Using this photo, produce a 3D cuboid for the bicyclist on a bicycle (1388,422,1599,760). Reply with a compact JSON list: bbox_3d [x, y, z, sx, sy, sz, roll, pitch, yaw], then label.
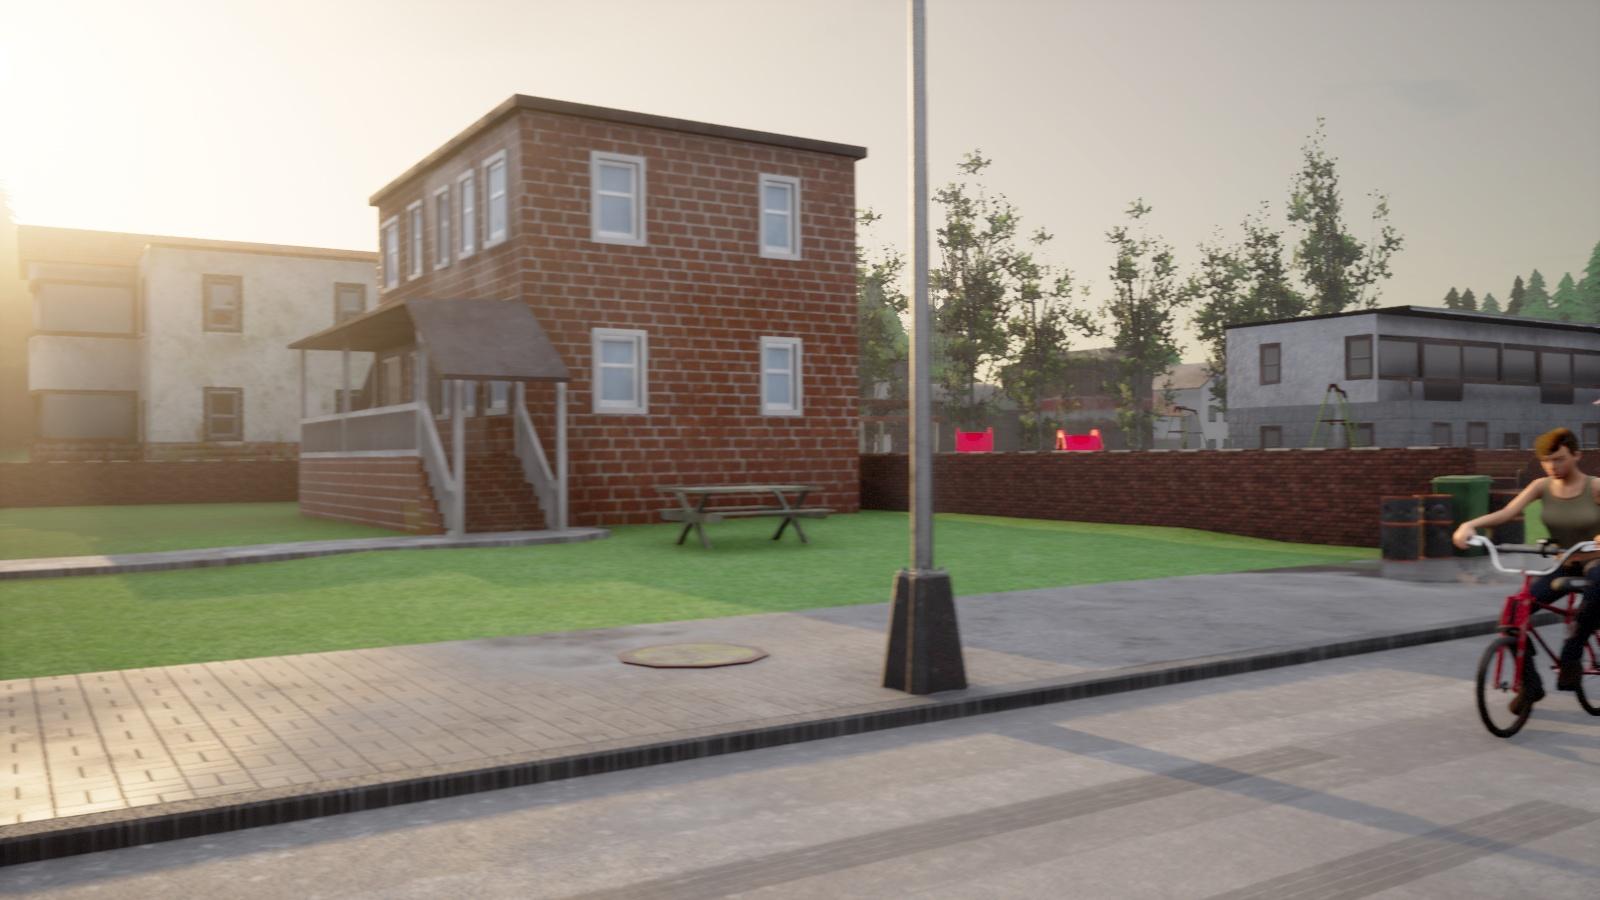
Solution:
[{"bbox_3d":[4.027,0.669,6.756,1.509,1.612,0.866,-1,0,-33],"label":"bicyclist on a bicycle"}]
